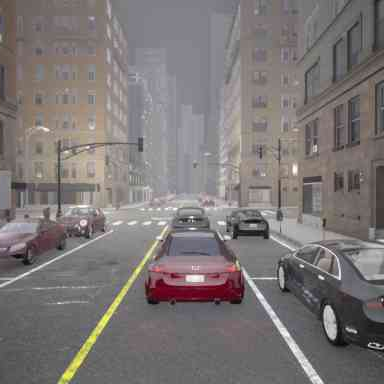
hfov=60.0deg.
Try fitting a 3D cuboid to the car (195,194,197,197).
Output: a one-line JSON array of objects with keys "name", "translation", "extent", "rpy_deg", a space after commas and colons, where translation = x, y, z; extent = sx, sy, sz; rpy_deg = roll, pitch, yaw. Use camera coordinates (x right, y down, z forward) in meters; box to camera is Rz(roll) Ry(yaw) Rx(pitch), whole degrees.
[{"name": "car", "translation": [2.489, 1.561, 86.684], "extent": [1.967, 1.590, 4.097], "rpy_deg": [0, 0, 0]}]

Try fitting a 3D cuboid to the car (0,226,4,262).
[{"name": "car", "translation": [-5.698, 1.566, 6.092], "extent": [1.947, 1.339, 4.313], "rpy_deg": [0, 0, 0]}]

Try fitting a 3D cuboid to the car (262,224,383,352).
[{"name": "car", "translation": [2.827, 1.551, 6.138], "extent": [2.008, 1.369, 4.403], "rpy_deg": [0, 0, 0]}]

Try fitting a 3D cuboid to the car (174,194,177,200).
[{"name": "car", "translation": [-6.055, 1.457, 92.058], "extent": [2.192, 1.841, 5.009], "rpy_deg": [0, 0, 0]}]

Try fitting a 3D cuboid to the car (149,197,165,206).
[{"name": "car", "translation": [-5.920, 1.618, 54.198], "extent": [1.802, 1.307, 4.206], "rpy_deg": [0, 0, 0]}]

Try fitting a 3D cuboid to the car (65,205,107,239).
[{"name": "car", "translation": [-5.757, 1.441, 17.095], "extent": [1.967, 1.590, 4.097], "rpy_deg": [0, 0, 0]}]

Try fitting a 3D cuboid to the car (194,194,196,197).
[{"name": "car", "translation": [2.470, 1.457, 92.093], "extent": [2.192, 1.841, 5.009], "rpy_deg": [0, 0, 0]}]

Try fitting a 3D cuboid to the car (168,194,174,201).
[{"name": "car", "translation": [-6.015, 1.626, 81.070], "extent": [1.752, 1.417, 4.829], "rpy_deg": [0, 0, 0]}]

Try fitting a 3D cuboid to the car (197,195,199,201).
[{"name": "car", "translation": [2.567, 1.607, 65.048], "extent": [2.008, 1.369, 4.403], "rpy_deg": [0, 0, 0]}]

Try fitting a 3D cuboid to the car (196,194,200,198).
[{"name": "car", "translation": [2.528, 1.524, 75.866], "extent": [1.967, 1.590, 4.097], "rpy_deg": [0, 0, 0]}]

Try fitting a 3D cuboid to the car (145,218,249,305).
[{"name": "car", "translation": [0.040, 1.564, 8.135], "extent": [1.994, 1.385, 4.181], "rpy_deg": [0, 0, -1]}]

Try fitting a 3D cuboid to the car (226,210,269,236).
[{"name": "car", "translation": [2.768, 1.567, 17.140], "extent": [1.947, 1.339, 4.313], "rpy_deg": [0, 0, 0]}]

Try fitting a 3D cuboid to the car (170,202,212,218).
[{"name": "car", "translation": [-0.051, 1.506, 17.048], "extent": [1.837, 1.490, 4.892], "rpy_deg": [0, 0, 0]}]

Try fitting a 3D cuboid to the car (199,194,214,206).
[{"name": "car", "translation": [2.604, 1.476, 54.230], "extent": [1.967, 1.590, 4.097], "rpy_deg": [0, 0, 0]}]

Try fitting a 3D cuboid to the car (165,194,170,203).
[{"name": "car", "translation": [-5.958, 1.607, 65.014], "extent": [2.008, 1.369, 4.403], "rpy_deg": [0, 0, 0]}]

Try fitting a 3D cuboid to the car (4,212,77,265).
[{"name": "car", "translation": [-5.728, 1.582, 11.594], "extent": [1.802, 1.307, 4.206], "rpy_deg": [0, 0, 0]}]
